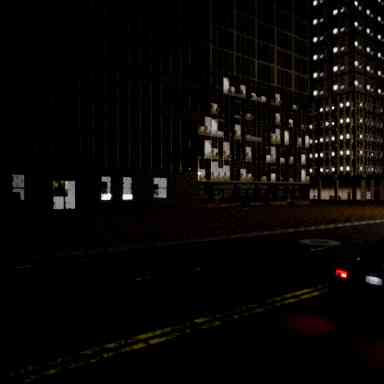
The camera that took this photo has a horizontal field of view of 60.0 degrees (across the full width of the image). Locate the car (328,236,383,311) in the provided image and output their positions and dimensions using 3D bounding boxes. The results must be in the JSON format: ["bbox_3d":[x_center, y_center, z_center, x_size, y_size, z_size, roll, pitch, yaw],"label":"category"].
[{"bbox_3d":[5.118,1.547,7.088,5.357,1.411,2.033,0,0,-35],"label":"car"}]
